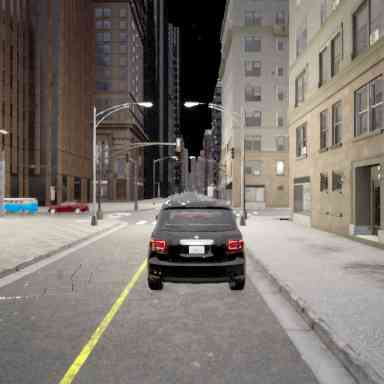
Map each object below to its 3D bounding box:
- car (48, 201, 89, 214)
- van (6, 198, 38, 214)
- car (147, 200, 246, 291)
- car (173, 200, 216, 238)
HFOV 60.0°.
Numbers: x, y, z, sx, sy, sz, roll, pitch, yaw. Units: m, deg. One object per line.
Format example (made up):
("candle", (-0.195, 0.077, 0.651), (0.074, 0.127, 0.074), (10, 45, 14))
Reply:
("car", (-13.917, 1.724, 37.529), (4.507, 1.381, 1.887), (-1, 0, 0))
("van", (-19.544, 1.588, 37.558), (3.998, 1.788, 1.690), (-1, 0, 0))
("car", (0.115, 1.223, 9.187), (2.150, 2.045, 5.566), (0, 0, 0))
("car", (0.126, 1.357, 18.636), (2.097, 1.767, 4.553), (0, 0, 0))
